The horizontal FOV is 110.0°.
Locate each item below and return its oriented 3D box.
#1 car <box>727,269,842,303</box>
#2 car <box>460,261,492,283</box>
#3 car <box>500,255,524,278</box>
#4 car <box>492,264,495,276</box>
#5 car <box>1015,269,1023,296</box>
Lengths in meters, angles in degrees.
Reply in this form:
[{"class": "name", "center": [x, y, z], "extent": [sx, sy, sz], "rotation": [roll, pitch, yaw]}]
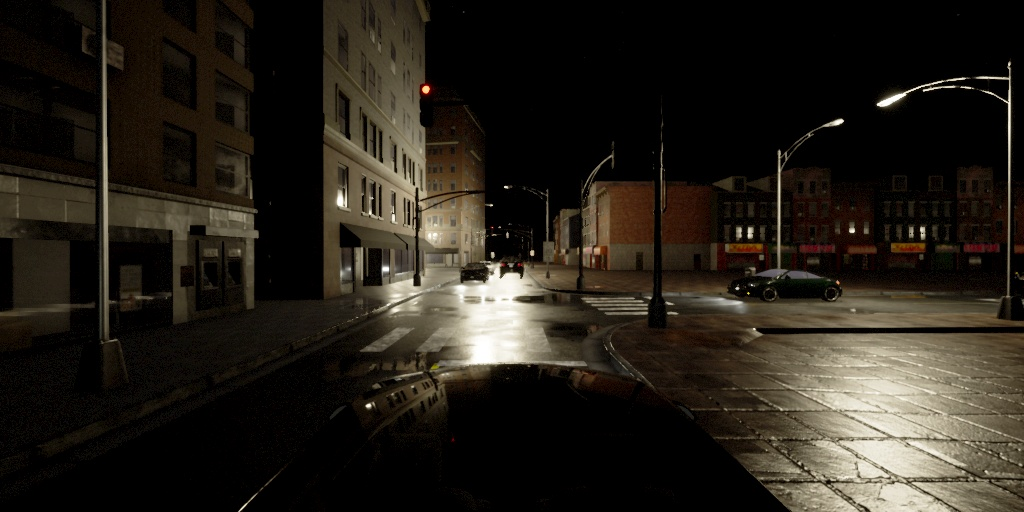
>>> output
[{"class": "car", "center": [12.039, 1.261, 15.999], "extent": [4.181, 1.385, 1.994], "rotation": [0, 0, 0]}, {"class": "car", "center": [-2.843, 1.230, 27.912], "extent": [1.882, 1.535, 5.008], "rotation": [0, 0, 0]}, {"class": "car", "center": [-0.005, 0.974, 34.389], "extent": [2.150, 2.045, 5.566], "rotation": [0, 0, 1]}, {"class": "car", "center": [-2.859, 1.281, 38.061], "extent": [1.812, 1.442, 4.674], "rotation": [0, 0, 0]}, {"class": "car", "center": [26.181, 0.861, 16.075], "extent": [5.566, 2.045, 2.150], "rotation": [-1, 0, 0]}]
